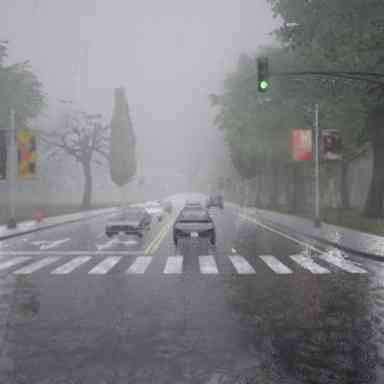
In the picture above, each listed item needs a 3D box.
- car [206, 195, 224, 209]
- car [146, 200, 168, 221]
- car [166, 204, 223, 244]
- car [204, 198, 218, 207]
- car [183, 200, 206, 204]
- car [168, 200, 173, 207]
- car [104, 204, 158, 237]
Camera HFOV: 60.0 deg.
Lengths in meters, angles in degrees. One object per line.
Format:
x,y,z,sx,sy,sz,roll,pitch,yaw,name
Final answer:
3.244,1.446,47.395,2.150,2.045,5.566,0,-1,0,car
-3.311,1.616,27.868,1.812,1.442,4.674,0,0,0,car
0.096,1.530,15.950,2.128,1.511,4.902,0,0,0,car
3.243,1.864,57.782,2.033,1.411,5.357,0,-1,0,car
0.094,1.632,36.813,2.128,1.511,4.902,0,0,0,car
-3.255,1.653,38.303,2.128,1.511,4.902,0,0,0,car
-3.349,1.601,18.539,2.033,1.411,5.357,0,0,0,car
